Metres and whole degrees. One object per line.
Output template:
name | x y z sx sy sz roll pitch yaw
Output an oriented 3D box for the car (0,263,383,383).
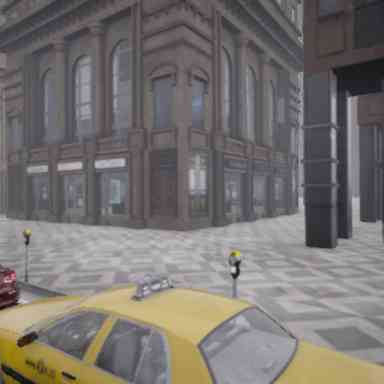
car | -0.585 1.547 3.375 4.829 1.417 1.752 -1 0 35
